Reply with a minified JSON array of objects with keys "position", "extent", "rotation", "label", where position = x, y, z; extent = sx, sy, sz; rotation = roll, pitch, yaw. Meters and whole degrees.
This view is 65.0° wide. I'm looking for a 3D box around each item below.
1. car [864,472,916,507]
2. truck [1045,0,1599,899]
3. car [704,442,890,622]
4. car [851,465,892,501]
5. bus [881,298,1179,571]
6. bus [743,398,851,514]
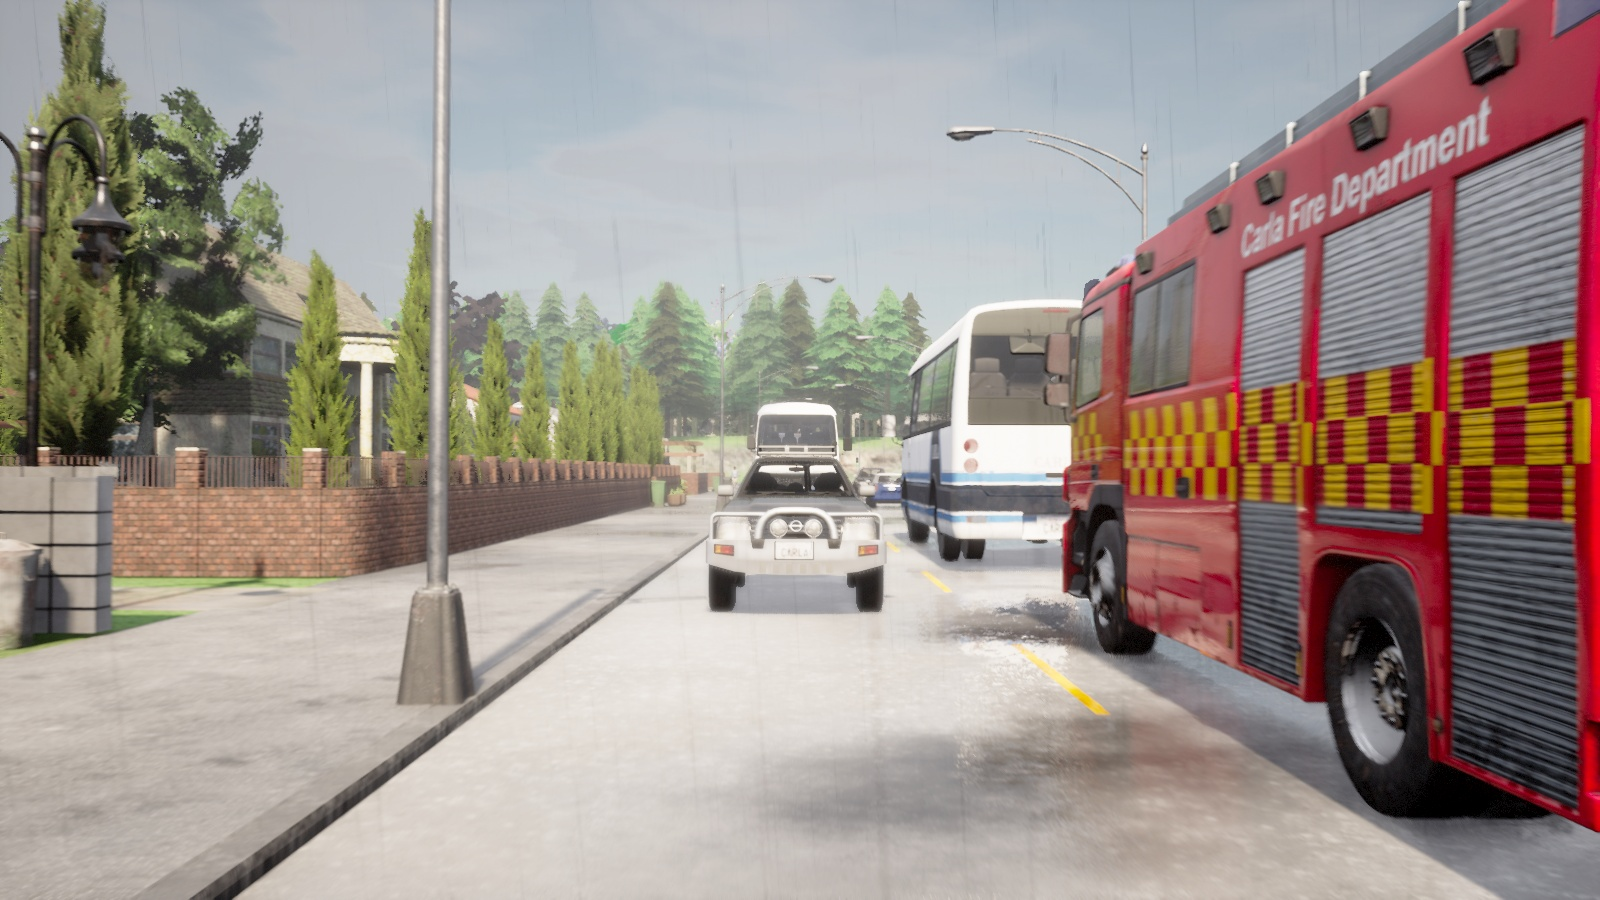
[{"position":[3.871,1.681,54.729],"extent":[1.970,1.475,3.806],"rotation":[0,-1,0],"label":"car"},{"position":[3.976,-0.222,8.620],"extent":[2.891,3.827,8.468],"rotation":[0,-1,0],"label":"truck"},{"position":[-0.037,0.889,15.352],"extent":[1.932,1.855,4.605],"rotation":[0,-1,0],"label":"car"},{"position":[3.840,1.751,67.772],"extent":[1.932,1.855,4.605],"rotation":[0,-1,0],"label":"car"},{"position":[3.938,-0.162,24.827],"extent":[3.944,4.253,10.273],"rotation":[0,-1,0],"label":"bus"},{"position":[-0.128,0.297,51.262],"extent":[3.944,4.253,10.273],"rotation":[0,-1,0],"label":"bus"}]
